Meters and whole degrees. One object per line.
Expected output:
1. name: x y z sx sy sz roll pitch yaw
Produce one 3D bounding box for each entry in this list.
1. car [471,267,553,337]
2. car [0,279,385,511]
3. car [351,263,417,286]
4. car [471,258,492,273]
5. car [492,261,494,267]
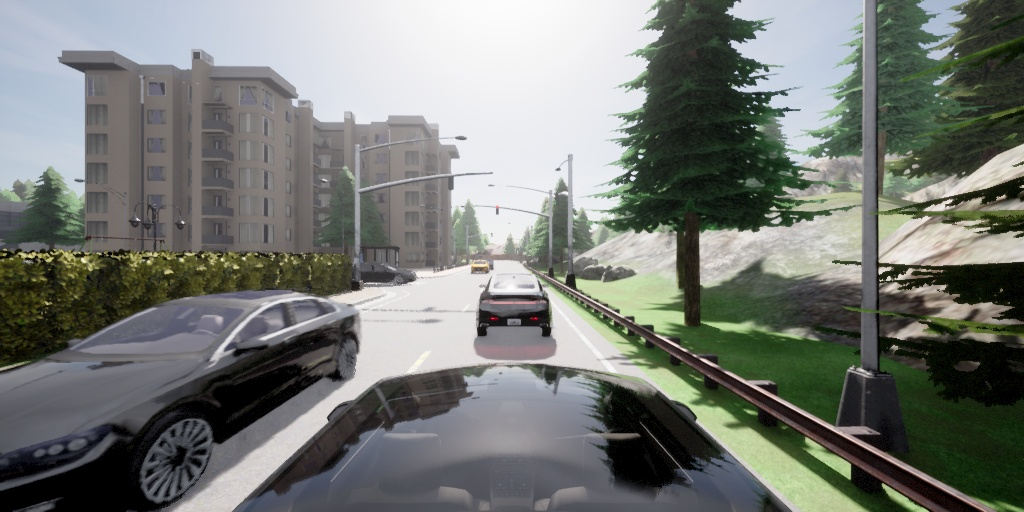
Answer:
1. car: 0.057 1.241 10.312 2.128 1.511 4.902 0 0 0
2. car: -3.578 1.241 4.412 2.128 1.511 4.902 0 0 1
3. car: -9.030 1.239 24.467 4.892 1.490 1.837 0 0 -3
4. car: -3.698 1.226 42.302 1.882 1.535 5.008 0 0 0
5. car: -3.713 1.100 51.913 2.097 1.767 4.553 0 0 0
